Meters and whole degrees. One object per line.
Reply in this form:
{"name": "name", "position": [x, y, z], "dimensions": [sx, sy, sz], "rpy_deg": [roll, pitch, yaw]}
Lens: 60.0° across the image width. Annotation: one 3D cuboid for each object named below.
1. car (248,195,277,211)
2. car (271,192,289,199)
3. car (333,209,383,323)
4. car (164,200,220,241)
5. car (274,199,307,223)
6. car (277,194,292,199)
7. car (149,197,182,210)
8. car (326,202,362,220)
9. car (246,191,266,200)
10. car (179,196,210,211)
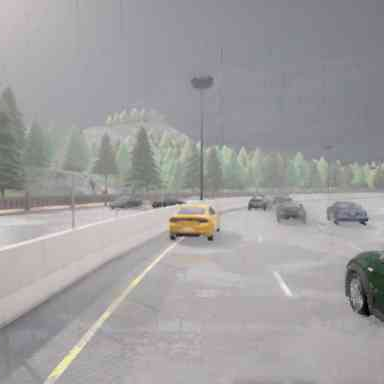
{"name": "car", "position": [7.355, 1.172, 35.580], "dimensions": [2.128, 1.511, 4.902], "rpy_deg": [0, 1, 24]}
{"name": "car", "position": [19.210, 0.803, 72.705], "dimensions": [1.837, 1.490, 4.892], "rpy_deg": [0, 1, 42]}
{"name": "car", "position": [3.892, 1.310, 4.487], "dimensions": [2.097, 1.767, 4.553], "rpy_deg": [0, 1, 3]}
{"name": "car", "position": [0.241, 1.334, 15.987], "dimensions": [1.882, 1.535, 5.008], "rpy_deg": [0, 1, 10]}
{"name": "car", "position": [7.015, 1.387, 23.596], "dimensions": [1.895, 1.301, 4.718], "rpy_deg": [0, 1, 15]}
{"name": "car", "position": [12.803, 1.083, 46.782], "dimensions": [1.837, 1.490, 4.892], "rpy_deg": [0, 0, 32]}
{"name": "car", "position": [-2.927, 1.256, 38.389], "dimensions": [1.895, 1.301, 4.718], "rpy_deg": [0, 1, 22]}
{"name": "car", "position": [10.197, 1.347, 22.133], "dimensions": [2.033, 1.411, 5.357], "rpy_deg": [0, 1, 15]}
{"name": "car", "position": [13.879, 0.705, 72.134], "dimensions": [2.097, 1.767, 4.553], "rpy_deg": [0, 1, 42]}
{"name": "car", "position": [0.319, 1.192, 37.025], "dimensions": [1.812, 1.442, 4.674], "rpy_deg": [0, 1, 23]}
